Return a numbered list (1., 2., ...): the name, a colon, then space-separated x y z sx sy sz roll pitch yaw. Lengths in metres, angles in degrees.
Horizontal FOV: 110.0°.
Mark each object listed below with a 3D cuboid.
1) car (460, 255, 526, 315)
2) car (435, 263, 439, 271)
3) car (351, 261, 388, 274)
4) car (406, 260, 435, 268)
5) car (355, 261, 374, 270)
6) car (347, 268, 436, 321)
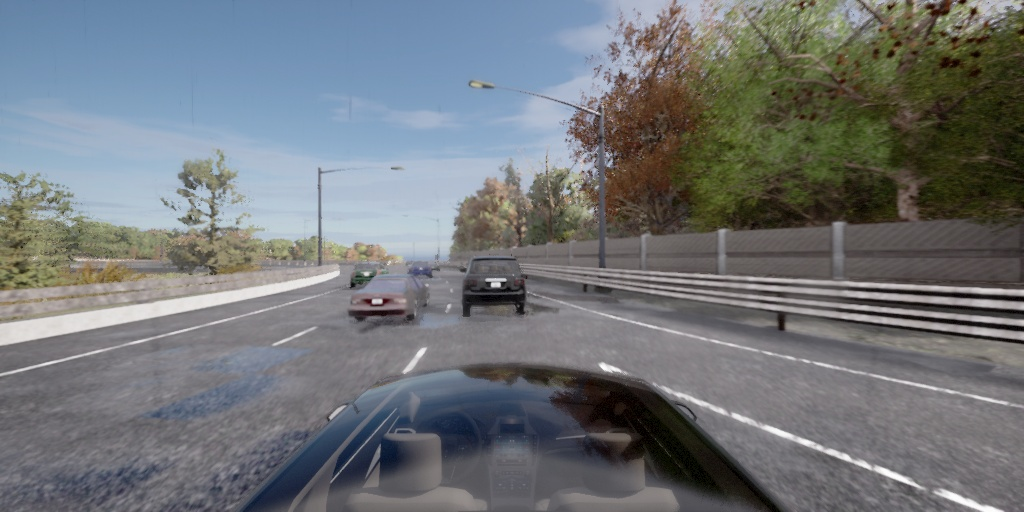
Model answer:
1. car: -0.818 1.003 13.906 2.150 2.045 5.566 0 0 -7
2. car: -11.787 1.489 51.384 1.994 1.385 4.181 0 0 -24
3. car: -9.777 1.208 25.052 2.097 1.767 4.553 0 0 -12
4. car: -9.260 1.229 35.962 2.097 1.767 4.553 0 0 -18
5. car: -24.675 1.583 59.982 1.994 1.385 4.181 0 0 -36
6. car: -4.100 1.345 12.704 2.033 1.411 5.357 0 0 -6
